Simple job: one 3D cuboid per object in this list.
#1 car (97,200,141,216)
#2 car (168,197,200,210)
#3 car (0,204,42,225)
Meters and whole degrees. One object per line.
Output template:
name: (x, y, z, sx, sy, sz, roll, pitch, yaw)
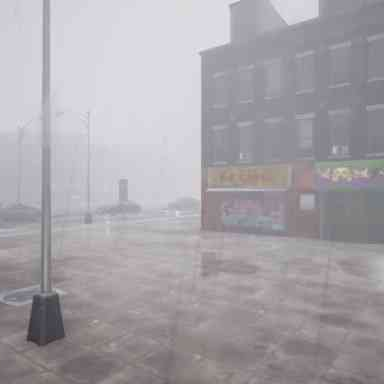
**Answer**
car: (-6.881, 1.440, 31.801, 1.812, 1.442, 4.674, 0, 0, 35)
car: (-0.924, 1.382, 40.217, 1.837, 1.490, 4.892, 0, 0, 36)
car: (-12.753, 1.515, 23.489, 1.994, 1.385, 4.181, 0, 0, 36)
